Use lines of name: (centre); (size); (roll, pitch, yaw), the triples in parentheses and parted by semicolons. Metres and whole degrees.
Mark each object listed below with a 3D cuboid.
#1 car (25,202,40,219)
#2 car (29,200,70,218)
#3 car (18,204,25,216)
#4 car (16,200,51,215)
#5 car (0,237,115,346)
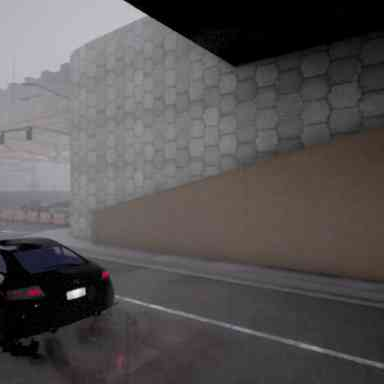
car: (-11.378, 1.563, 29.102); (4.974, 1.542, 2.038); (0, 0, 1)
car: (-11.326, 1.405, 29.102); (4.536, 1.218, 1.853); (0, 0, 1)
car: (-15.067, 1.582, 31.863); (2.038, 1.542, 4.974); (0, 0, -9)
car: (-15.077, 1.425, 31.914); (1.853, 1.218, 4.536); (0, 0, -9)
car: (-3.470, 1.592, 6.460); (4.181, 1.385, 1.994); (0, 0, 36)
